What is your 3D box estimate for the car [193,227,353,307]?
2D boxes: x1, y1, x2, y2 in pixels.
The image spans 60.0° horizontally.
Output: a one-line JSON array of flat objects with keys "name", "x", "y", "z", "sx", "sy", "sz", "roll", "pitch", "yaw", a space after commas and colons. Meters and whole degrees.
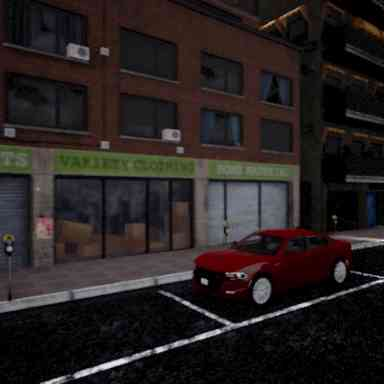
[{"name": "car", "x": 2.086, "y": 1.582, "z": 8.056, "sx": 4.507, "sy": 1.381, "sz": 1.887, "roll": 0, "pitch": -1, "yaw": -35}]
